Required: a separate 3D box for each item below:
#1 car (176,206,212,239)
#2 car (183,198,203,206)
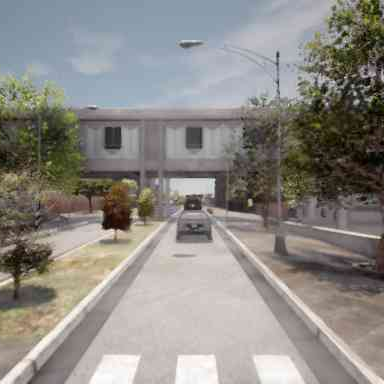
[{"bbox_3d":[0.097,1.684,18.203,2.033,1.411,5.357,0,-1,0],"label":"car"},{"bbox_3d":[0.107,1.844,41.561,2.150,2.045,5.566,0,-2,0],"label":"car"}]
